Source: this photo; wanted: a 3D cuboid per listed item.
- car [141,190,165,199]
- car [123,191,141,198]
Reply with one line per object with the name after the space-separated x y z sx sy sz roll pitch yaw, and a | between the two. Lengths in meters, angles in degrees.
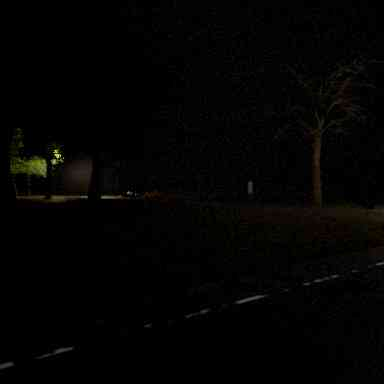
-6.488 0.471 57.892 1.882 1.535 5.008 2 -1 -35 | car
-11.554 0.503 64.860 2.033 1.411 5.357 2 -1 -36 | car
